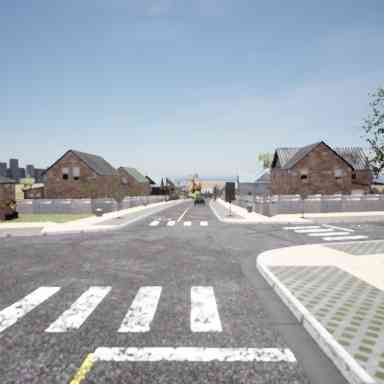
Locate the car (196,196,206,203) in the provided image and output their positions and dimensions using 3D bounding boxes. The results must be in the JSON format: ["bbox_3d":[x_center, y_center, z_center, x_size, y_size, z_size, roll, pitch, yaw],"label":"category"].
[{"bbox_3d":[1.947,1.641,72.249,2.033,1.411,5.357,0,0,3],"label":"car"}]

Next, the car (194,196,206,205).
[{"bbox_3d":[1.475,1.534,62.223,2.097,1.767,4.553,0,0,3],"label":"car"}]
